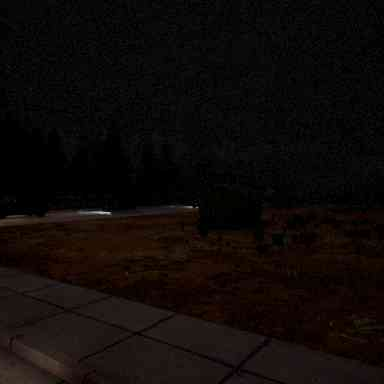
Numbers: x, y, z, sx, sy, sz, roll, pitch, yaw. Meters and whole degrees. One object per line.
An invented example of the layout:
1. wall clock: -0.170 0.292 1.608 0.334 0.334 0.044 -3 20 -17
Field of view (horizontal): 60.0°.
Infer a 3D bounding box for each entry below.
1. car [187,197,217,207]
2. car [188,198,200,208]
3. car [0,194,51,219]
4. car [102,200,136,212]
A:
1. car: 1.647 1.574 52.906 2.033 1.411 5.357 0 0 37
2. car: 1.880 1.591 47.269 1.994 1.385 4.181 0 0 39
3. car: -15.536 1.248 29.740 2.150 2.045 5.566 0 0 36
4. car: -8.555 1.590 39.194 1.994 1.385 4.181 0 0 37
